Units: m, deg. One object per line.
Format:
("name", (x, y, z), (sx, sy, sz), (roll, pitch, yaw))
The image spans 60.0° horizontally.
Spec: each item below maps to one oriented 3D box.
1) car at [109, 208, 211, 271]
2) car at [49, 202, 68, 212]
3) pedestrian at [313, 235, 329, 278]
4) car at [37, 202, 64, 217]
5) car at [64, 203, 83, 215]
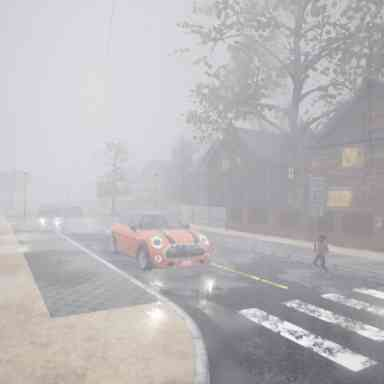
("car", (-1.255, 1.458, 11.422), (2.097, 1.767, 4.553), (2, -2, -30))
("car", (-19.256, 2.144, 47.860), (1.895, 1.301, 4.718), (2, -2, -30))
("pedestrian", (3.693, 1.463, 9.447), (0.375, 1.860, 0.375), (1, 0, -30))
("car", (-15.392, 1.939, 35.669), (1.895, 1.301, 4.718), (2, -2, -30))
("car", (-14.234, 1.972, 39.370), (1.812, 1.442, 4.674), (2, -2, -30))
